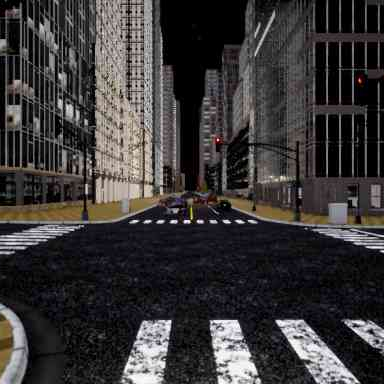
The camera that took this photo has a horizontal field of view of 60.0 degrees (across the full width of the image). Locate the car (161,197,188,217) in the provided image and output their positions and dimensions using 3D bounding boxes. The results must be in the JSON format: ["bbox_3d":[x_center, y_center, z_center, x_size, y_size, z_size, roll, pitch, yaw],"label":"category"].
[{"bbox_3d":[-1.497,1.510,31.747,2.128,1.511,4.902,0,0,-1],"label":"car"}]

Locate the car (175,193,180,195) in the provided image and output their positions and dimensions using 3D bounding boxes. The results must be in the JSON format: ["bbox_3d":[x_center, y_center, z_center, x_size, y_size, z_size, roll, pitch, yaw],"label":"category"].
[{"bbox_3d":[-4.177,1.426,74.960,1.967,1.590,4.097,0,0,0],"label":"car"}]

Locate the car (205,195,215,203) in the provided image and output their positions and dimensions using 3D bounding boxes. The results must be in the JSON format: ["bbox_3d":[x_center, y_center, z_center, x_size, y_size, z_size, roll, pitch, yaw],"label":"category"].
[{"bbox_3d":[3.729,1.432,69.469,1.967,1.590,4.097,0,0,0],"label":"car"}]

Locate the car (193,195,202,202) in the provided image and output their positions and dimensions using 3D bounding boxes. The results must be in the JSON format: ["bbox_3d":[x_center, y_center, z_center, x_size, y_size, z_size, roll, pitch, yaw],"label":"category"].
[{"bbox_3d":[1.158,1.488,73.285,1.837,1.490,4.892,0,0,0],"label":"car"}]

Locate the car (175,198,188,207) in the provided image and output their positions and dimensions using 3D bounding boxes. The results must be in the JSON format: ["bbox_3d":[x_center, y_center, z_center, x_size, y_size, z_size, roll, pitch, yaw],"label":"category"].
[{"bbox_3d":[-1.601,1.608,53.365,1.895,1.301,4.718,0,0,0],"label":"car"}]

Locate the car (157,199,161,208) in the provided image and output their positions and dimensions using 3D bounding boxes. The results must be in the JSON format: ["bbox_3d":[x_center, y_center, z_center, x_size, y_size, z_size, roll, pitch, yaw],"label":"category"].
[{"bbox_3d":[-4.048,1.592,47.321,1.802,1.307,4.206,0,0,0],"label":"car"}]

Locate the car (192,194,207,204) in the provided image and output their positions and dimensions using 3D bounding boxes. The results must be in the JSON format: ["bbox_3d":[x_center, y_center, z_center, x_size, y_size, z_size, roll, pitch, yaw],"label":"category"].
[{"bbox_3d":[1.293,1.601,61.285,1.895,1.301,4.718,0,0,0],"label":"car"}]

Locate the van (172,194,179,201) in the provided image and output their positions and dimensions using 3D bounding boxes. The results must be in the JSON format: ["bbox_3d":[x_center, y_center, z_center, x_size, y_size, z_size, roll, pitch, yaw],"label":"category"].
[{"bbox_3d":[-4.229,1.315,86.014,1.690,1.788,3.998,0,0,0],"label":"van"}]

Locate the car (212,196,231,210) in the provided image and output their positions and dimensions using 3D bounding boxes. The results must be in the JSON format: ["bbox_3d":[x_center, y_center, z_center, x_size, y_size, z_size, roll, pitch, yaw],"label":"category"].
[{"bbox_3d":[3.907,1.579,41.832,1.947,1.339,4.313,0,0,0],"label":"car"}]

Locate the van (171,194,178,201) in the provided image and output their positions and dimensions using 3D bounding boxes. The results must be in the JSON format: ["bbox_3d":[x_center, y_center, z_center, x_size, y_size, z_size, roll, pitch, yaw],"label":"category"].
[{"bbox_3d":[-4.203,1.321,80.487,1.690,1.788,3.998,0,0,0],"label":"van"}]

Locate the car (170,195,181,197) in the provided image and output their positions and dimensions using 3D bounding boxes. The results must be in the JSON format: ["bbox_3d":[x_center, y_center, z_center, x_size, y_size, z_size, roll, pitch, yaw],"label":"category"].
[{"bbox_3d":[-1.558,1.504,43.190,2.128,1.511,4.902,0,0,0],"label":"car"}]

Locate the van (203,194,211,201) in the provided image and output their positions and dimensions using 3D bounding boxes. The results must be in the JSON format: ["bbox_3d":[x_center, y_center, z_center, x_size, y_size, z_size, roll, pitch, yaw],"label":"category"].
[{"bbox_3d":[3.677,1.321,80.524,1.690,1.788,3.998,0,0,0],"label":"van"}]

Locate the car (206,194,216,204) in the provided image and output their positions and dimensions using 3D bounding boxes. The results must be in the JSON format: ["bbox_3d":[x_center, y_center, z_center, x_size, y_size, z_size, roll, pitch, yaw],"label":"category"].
[{"bbox_3d":[3.755,1.313,63.940,2.192,1.841,5.009,0,0,0],"label":"car"}]
